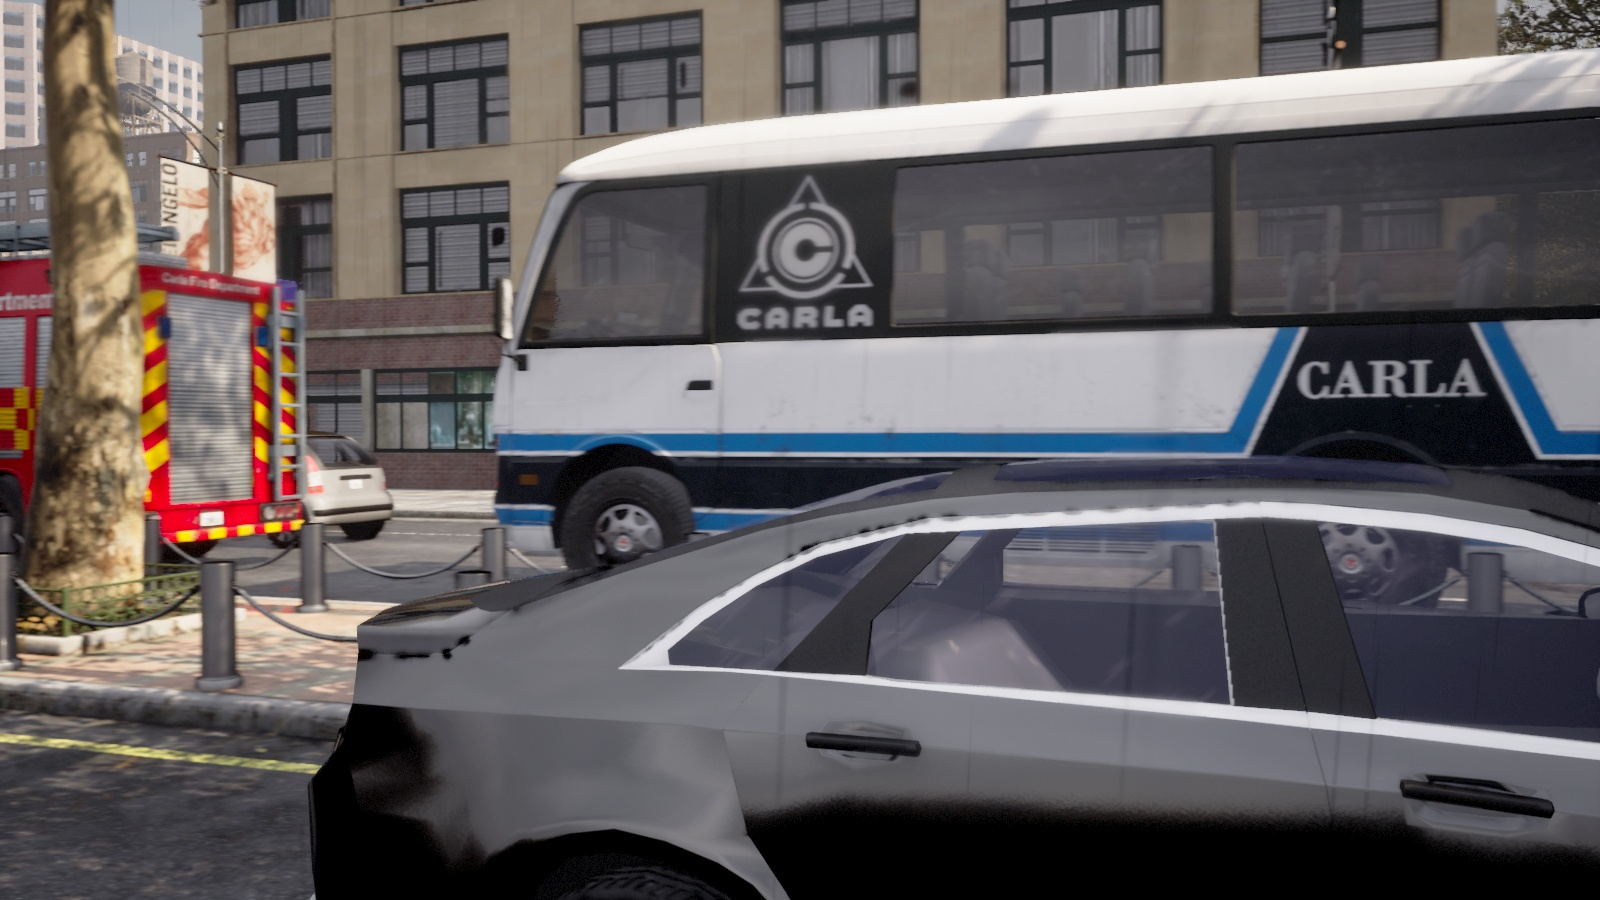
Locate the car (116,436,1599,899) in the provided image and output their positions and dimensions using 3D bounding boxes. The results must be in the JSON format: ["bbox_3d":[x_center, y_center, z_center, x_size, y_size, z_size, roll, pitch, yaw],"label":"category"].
[{"bbox_3d":[1.277,0.743,2.767,4.902,1.511,2.128,1,1,19],"label":"car"}]

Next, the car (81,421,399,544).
[{"bbox_3d":[-8.016,0.400,18.042,3.988,1.617,1.851,1,1,19],"label":"car"}]

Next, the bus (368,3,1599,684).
[{"bbox_3d":[1.779,-0.722,11.028,10.273,4.253,3.944,1,1,19],"label":"bus"}]

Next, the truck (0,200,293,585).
[{"bbox_3d":[-10.625,-0.628,15.211,8.468,3.827,2.891,1,1,19],"label":"truck"}]
